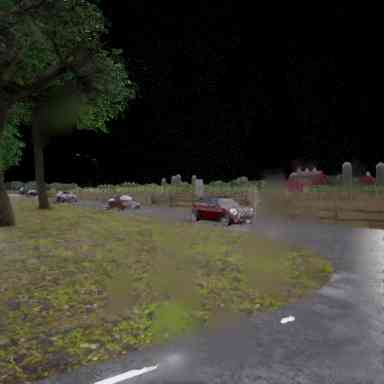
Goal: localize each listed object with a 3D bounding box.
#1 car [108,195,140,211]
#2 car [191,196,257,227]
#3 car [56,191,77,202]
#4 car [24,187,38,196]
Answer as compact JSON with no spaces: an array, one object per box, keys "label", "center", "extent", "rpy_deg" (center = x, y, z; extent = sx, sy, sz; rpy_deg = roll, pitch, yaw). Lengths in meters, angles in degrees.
[{"label":"car","center":[-6.914,1.039,33.242],"extent":[1.812,1.442,4.674],"rpy_deg":[-1,2,-36]},{"label":"car","center":[1.909,1.104,21.089],"extent":[2.097,1.767,4.553],"rpy_deg":[-1,2,-37]},{"label":"car","center":[-18.855,0.595,49.882],"extent":[2.097,1.767,4.553],"rpy_deg":[-1,1,-36]},{"label":"car","center":[-40.785,0.226,84.882],"extent":[1.882,1.535,5.008],"rpy_deg":[-1,1,-36]}]
